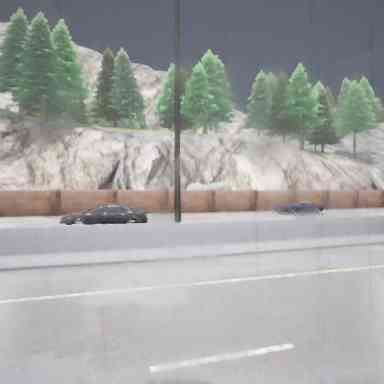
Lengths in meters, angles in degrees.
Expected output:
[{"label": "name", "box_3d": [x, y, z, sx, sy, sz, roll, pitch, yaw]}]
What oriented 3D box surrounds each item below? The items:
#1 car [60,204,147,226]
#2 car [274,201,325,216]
[{"label": "car", "box_3d": [-5.071, 1.478, 19.398, 4.892, 1.490, 1.837, 0, 0, -18]}, {"label": "car", "box_3d": [10.323, 1.529, 32.130, 4.718, 1.301, 1.895, 0, 0, -21]}]
